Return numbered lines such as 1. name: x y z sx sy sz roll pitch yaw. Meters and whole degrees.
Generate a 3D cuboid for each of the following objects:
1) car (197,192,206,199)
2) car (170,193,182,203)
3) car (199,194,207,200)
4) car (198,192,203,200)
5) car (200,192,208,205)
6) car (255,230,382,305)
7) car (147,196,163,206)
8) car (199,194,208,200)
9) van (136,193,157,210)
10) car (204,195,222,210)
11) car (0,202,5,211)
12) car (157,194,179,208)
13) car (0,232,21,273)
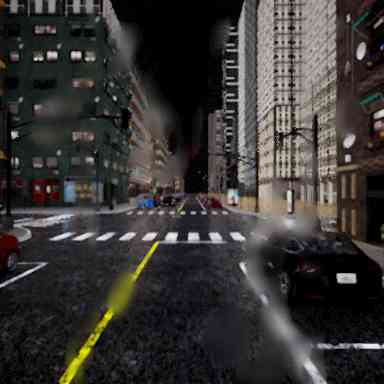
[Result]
1. car: 2.706 0.946 95.565 2.192 1.841 5.009 0 0 0
2. car: -2.995 1.340 63.775 1.895 1.301 4.718 0 0 0
3. car: 2.704 1.212 84.511 1.887 1.381 4.507 0 0 0
4. car: 2.703 1.164 67.928 1.967 1.590 4.097 0 0 0
5. car: 2.702 1.226 51.345 1.967 1.590 4.097 0 0 0
6. car: 2.699 1.530 7.885 1.947 1.339 4.313 0 0 0
7. car: -5.679 1.331 51.348 1.887 1.381 4.507 0 0 0
8. car: 2.703 1.237 78.984 2.008 1.369 4.403 0 0 0
9. van: -5.678 1.171 40.291 1.690 1.788 3.998 0 0 0
10. car: 2.701 1.411 40.290 1.802 1.307 4.206 0 0 0
11. car: -18.781 1.223 29.133 4.313 1.339 1.947 1 -1 0
12. car: -3.079 1.321 43.746 1.837 1.490 4.892 0 0 0
13. car: -5.682 1.546 7.898 1.802 1.307 4.206 0 0 0
